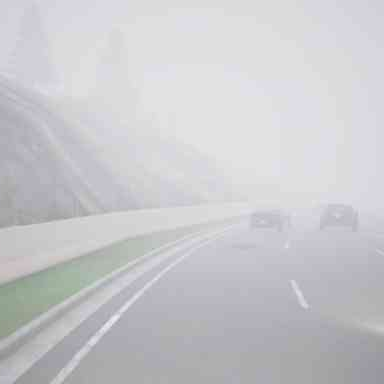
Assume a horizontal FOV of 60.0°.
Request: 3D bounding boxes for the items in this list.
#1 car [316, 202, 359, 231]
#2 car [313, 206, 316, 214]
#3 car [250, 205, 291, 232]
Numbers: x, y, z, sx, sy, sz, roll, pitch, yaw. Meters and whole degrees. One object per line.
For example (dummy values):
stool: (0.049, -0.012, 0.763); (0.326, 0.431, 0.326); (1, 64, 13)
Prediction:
car: (9.718, 1.494, 21.853); (2.097, 1.767, 4.553); (0, 0, 27)
car: (14.939, 1.791, 37.173); (1.994, 1.385, 4.181); (0, 0, 33)
car: (5.086, 1.576, 21.192); (1.882, 1.535, 5.008); (0, 0, 24)
